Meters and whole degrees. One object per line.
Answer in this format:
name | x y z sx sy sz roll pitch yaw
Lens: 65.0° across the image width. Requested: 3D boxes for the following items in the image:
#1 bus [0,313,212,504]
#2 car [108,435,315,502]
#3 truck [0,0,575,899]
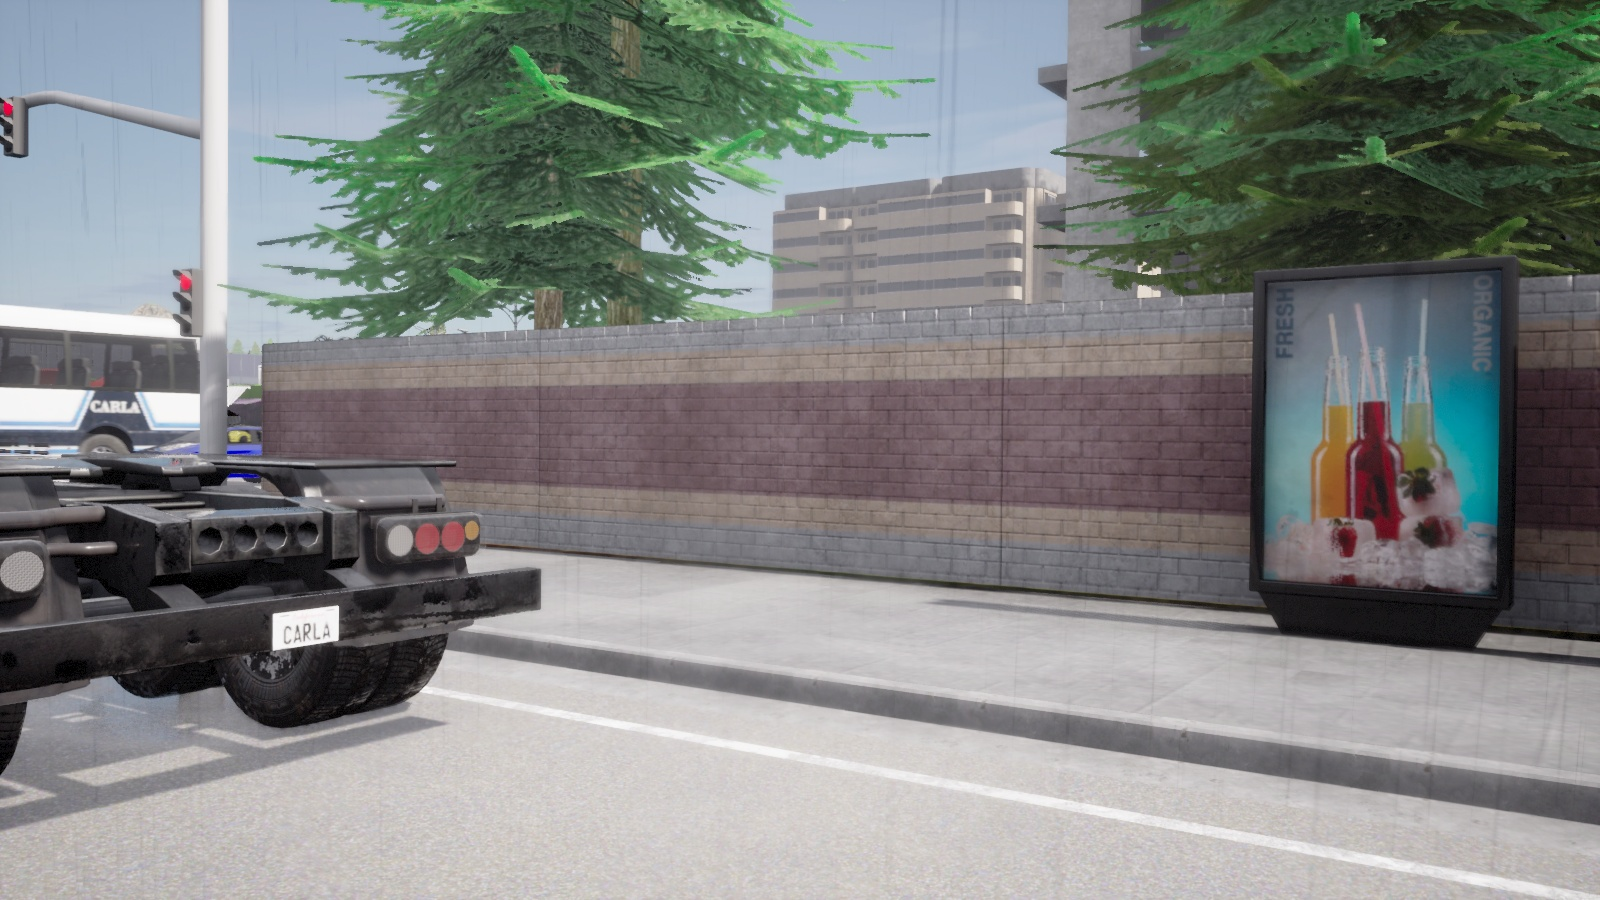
bus | -19.494 -0.917 28.787 3.944 4.253 10.273 0 1 33
car | -14.188 0.402 30.502 1.816 1.474 4.193 0 1 33
truck | -5.216 -0.300 7.067 7.936 3.462 2.891 0 1 34
